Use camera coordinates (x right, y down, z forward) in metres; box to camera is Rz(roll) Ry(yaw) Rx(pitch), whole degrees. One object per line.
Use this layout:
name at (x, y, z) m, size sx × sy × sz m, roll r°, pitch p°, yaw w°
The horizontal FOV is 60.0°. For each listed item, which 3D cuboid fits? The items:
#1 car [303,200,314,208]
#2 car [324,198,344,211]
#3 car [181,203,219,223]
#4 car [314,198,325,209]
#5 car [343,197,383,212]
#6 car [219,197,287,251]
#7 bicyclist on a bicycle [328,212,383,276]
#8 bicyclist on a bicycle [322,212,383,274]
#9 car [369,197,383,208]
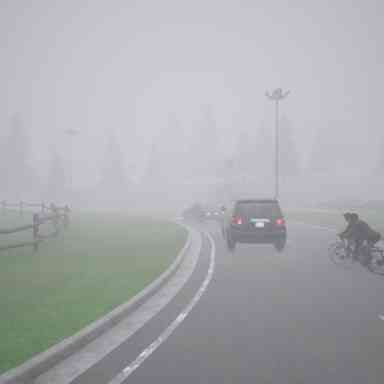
car at (18.282, 1.525, 47.442) m, size 4.674 × 1.442 × 1.812 m, roll 0°, pitch 0°, yaw 2°
car at (19.433, 1.547, 40.399) m, size 5.357 × 1.411 × 2.033 m, roll 0°, pitch 0°, yaw 2°
car at (0.814, 1.547, 25.378) m, size 2.033 × 1.411 × 5.357 m, roll 0°, pitch 0°, yaw -20°
car at (19.290, 1.477, 43.900) m, size 5.008 × 1.535 × 1.882 m, roll 0°, pitch 0°, yaw 2°
car at (19.800, 1.525, 36.878) m, size 4.674 × 1.442 × 1.812 m, roll 0°, pitch 0°, yaw 3°
car at (2.479, 1.224, 14.313) m, size 2.150 × 2.045 × 5.566 m, roll 0°, pitch 0°, yaw 2°
bicyclist on a bicycle at (4.637, 1.419, 9.175) m, size 0.582 × 1.620 × 1.656 m, roll -1°, pitch 0°, yaw -41°
bicyclist on a bicycle at (4.818, 1.442, 9.911) m, size 0.582 × 1.620 × 1.656 m, roll 0°, pitch -1°, yaw -40°
car at (28.117, 1.477, 47.040) m, size 5.008 × 1.535 × 1.882 m, roll 0°, pitch 0°, yaw 3°
